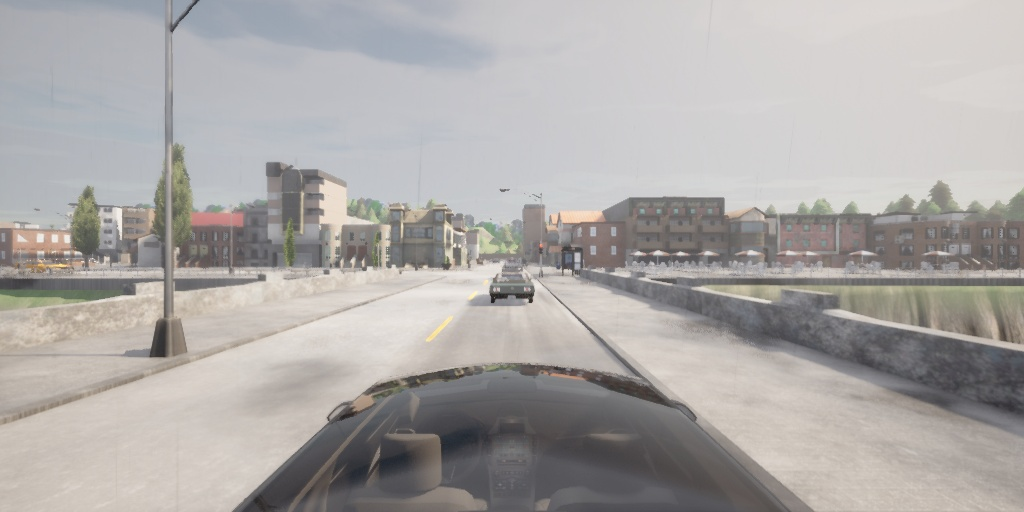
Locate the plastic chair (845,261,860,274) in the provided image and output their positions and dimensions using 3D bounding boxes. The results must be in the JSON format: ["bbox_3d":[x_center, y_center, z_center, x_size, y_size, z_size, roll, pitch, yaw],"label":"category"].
[{"bbox_3d":[36.662,1.277,38.752,0.730,1.272,0.750,0,0,0],"label":"plastic chair"}]

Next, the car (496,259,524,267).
[{"bbox_3d":[0.000,1.243,31.500,2.128,1.511,4.902,0,0,0],"label":"car"}]

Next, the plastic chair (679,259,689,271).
[{"bbox_3d":[22.501,1.277,46.456,0.750,1.272,0.730,0,0,0],"label":"plastic chair"}]

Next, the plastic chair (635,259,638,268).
[{"bbox_3d":[15.800,1.277,43.757,0.750,1.272,0.730,0,0,0],"label":"plastic chair"}]

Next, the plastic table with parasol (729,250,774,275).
[{"bbox_3d":[23.799,0.673,35.806,2.482,2.480,2.482,0,0,0],"label":"plastic table with parasol"}]

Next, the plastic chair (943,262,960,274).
[{"bbox_3d":[47.900,1.278,38.952,0.750,1.272,0.730,0,0,0],"label":"plastic chair"}]

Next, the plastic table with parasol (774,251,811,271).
[{"bbox_3d":[30.510,0.673,39.635,2.482,2.480,2.482,0,0,0],"label":"plastic table with parasol"}]

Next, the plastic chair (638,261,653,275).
[{"bbox_3d":[13.899,1.277,37.358,0.730,1.272,0.750,0,0,0],"label":"plastic chair"}]

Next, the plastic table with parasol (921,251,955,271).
[{"bbox_3d":[48.000,0.674,40.452,2.482,2.480,2.482,0,0,0],"label":"plastic table with parasol"}]

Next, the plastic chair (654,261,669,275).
[{"bbox_3d":[14.999,1.277,35.957,0.750,1.272,0.730,0,0,0],"label":"plastic chair"}]

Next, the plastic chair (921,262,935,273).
[{"bbox_3d":[46.800,1.278,40.352,0.730,1.272,0.750,0,0,0],"label":"plastic chair"}]

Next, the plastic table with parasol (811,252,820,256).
[{"bbox_3d":[37.431,0.673,45.414,2.482,2.480,2.482,0,0,0],"label":"plastic table with parasol"}]

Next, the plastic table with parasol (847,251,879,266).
[{"bbox_3d":[37.790,0.673,38.664,2.482,2.480,2.482,0,0,0],"label":"plastic table with parasol"}]

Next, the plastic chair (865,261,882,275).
[{"bbox_3d":[37.799,1.277,37.354,0.750,1.272,0.730,0,0,0],"label":"plastic chair"}]

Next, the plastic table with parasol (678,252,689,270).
[{"bbox_3d":[22.511,0.673,47.926,2.482,2.480,2.482,0,0,0],"label":"plastic table with parasol"}]

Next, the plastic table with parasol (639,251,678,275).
[{"bbox_3d":[15.169,0.673,37.217,2.482,2.480,2.482,0,0,0],"label":"plastic table with parasol"}]

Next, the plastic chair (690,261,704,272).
[{"bbox_3d":[21.700,1.277,42.056,0.730,1.272,0.750,0,0,0],"label":"plastic chair"}]

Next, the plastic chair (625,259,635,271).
[{"bbox_3d":[14.701,1.277,45.157,0.730,1.272,0.750,0,0,0],"label":"plastic chair"}]

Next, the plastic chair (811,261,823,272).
[{"bbox_3d":[37.400,1.277,43.954,0.750,1.272,0.730,0,0,0],"label":"plastic chair"}]

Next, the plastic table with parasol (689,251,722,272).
[{"bbox_3d":[22.900,0.673,42.006,2.482,2.480,2.482,0,0,0],"label":"plastic table with parasol"}]

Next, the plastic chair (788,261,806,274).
[{"bbox_3d":[30.499,1.277,38.355,0.750,1.272,0.730,0,0,0],"label":"plastic chair"}]

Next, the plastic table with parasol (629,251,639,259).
[{"bbox_3d":[15.920,0.673,45.037,2.482,2.480,2.482,0,0,0],"label":"plastic table with parasol"}]

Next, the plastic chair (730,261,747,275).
[{"bbox_3d":[22.599,1.277,35.856,0.730,1.272,0.750,0,0,0],"label":"plastic chair"}]

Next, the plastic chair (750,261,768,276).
[{"bbox_3d":[23.699,1.277,34.456,0.750,1.272,0.730,0,0,0],"label":"plastic chair"}]

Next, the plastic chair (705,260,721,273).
[{"bbox_3d":[22.800,1.277,40.656,0.750,1.272,0.730,0,0,0],"label":"plastic chair"}]

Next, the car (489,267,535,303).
[{"bbox_3d":[0.000,1.364,16.530,1.895,1.301,4.718,0,0,0],"label":"car"}]

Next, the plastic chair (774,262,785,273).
[{"bbox_3d":[29.331,1.277,39.751,0.730,1.272,0.750,0,0,-1],"label":"plastic chair"}]
